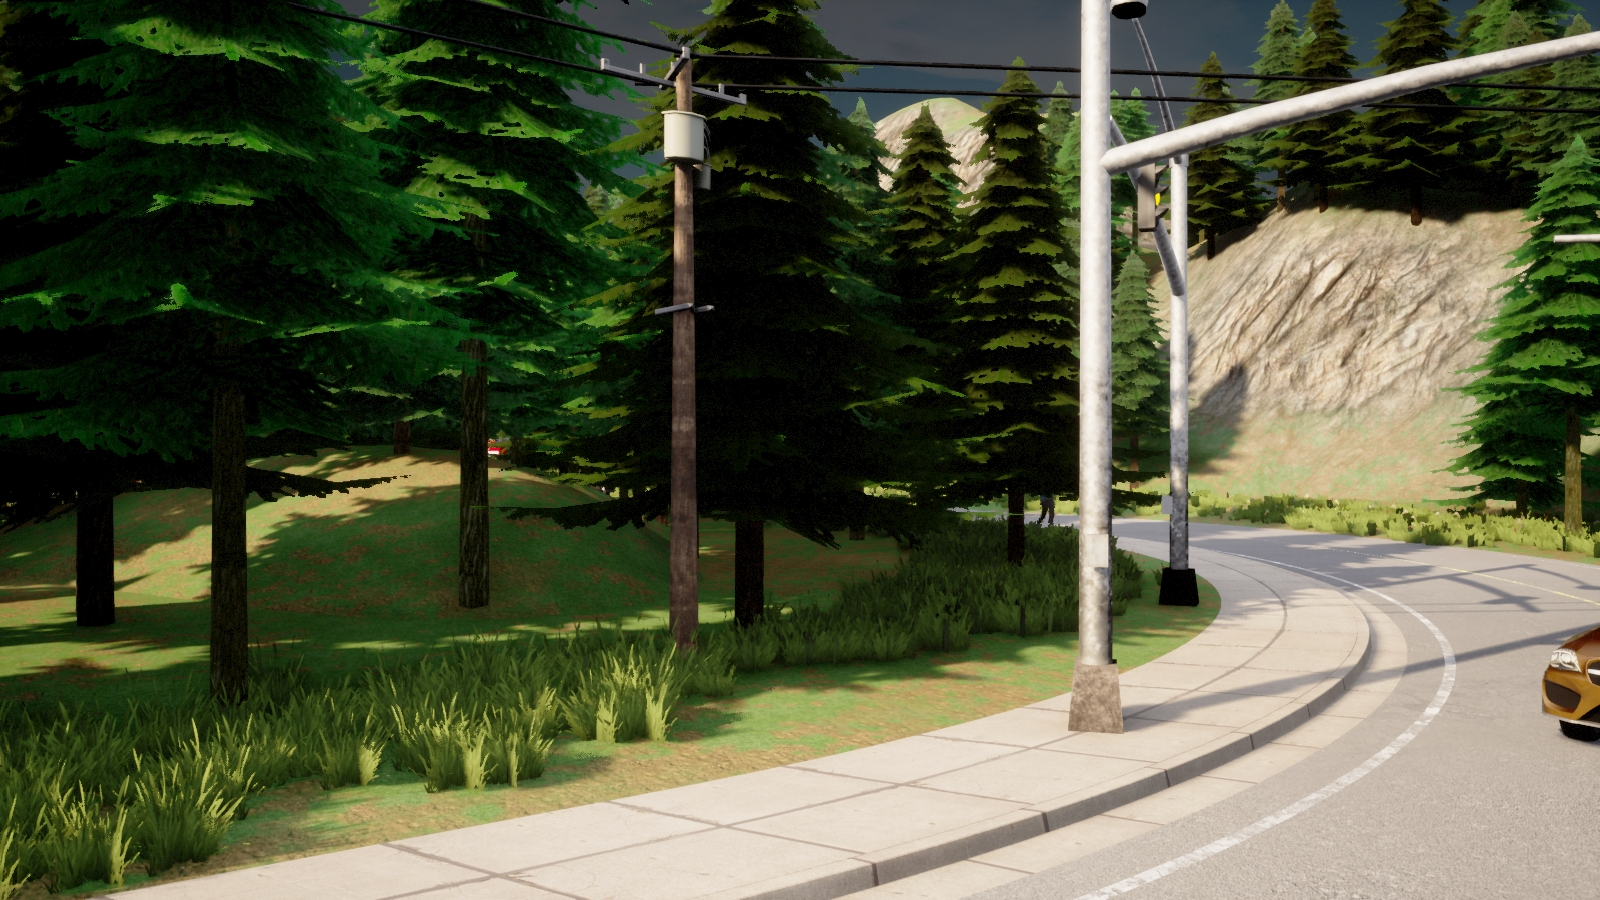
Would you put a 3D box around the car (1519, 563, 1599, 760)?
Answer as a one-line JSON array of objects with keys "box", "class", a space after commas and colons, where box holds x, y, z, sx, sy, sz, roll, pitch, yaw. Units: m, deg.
[{"box": [9.577, 1.970, 11.147, 5.027, 1.651, 2.152, 0, 0, -29], "class": "car"}]
